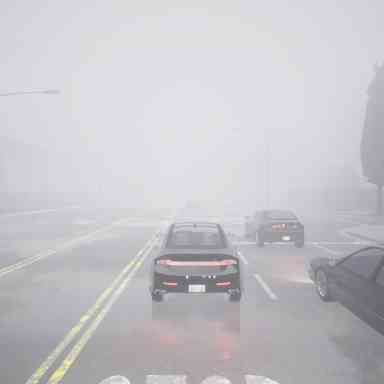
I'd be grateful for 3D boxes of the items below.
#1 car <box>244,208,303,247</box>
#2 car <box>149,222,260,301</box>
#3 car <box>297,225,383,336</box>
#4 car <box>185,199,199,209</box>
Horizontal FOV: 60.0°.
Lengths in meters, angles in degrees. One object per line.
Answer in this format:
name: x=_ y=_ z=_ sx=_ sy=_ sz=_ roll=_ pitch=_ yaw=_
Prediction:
car: x=3.566 y=1.505 z=15.002 sx=1.837 sy=1.490 sz=4.892 roll=0 pitch=0 yaw=0
car: x=0.082 y=1.492 z=8.302 sx=2.128 sy=1.511 sz=4.902 roll=0 pitch=0 yaw=0
car: x=3.589 y=1.547 z=5.256 sx=2.033 sy=1.411 sz=5.357 roll=0 pitch=0 yaw=0
car: x=0.005 y=1.601 z=44.120 sx=1.895 sy=1.301 sz=4.718 roll=0 pitch=0 yaw=0
